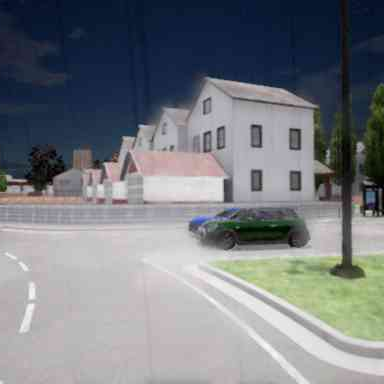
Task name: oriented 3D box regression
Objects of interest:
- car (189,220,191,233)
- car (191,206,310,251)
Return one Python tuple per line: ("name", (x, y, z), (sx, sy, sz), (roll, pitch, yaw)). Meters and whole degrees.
("car", (2.312, 1.537, 17.495), (5.008, 1.535, 1.882), (0, 0, -11))
("car", (2.513, 1.398, 14.057), (4.553, 1.767, 2.097), (0, 0, -10))
